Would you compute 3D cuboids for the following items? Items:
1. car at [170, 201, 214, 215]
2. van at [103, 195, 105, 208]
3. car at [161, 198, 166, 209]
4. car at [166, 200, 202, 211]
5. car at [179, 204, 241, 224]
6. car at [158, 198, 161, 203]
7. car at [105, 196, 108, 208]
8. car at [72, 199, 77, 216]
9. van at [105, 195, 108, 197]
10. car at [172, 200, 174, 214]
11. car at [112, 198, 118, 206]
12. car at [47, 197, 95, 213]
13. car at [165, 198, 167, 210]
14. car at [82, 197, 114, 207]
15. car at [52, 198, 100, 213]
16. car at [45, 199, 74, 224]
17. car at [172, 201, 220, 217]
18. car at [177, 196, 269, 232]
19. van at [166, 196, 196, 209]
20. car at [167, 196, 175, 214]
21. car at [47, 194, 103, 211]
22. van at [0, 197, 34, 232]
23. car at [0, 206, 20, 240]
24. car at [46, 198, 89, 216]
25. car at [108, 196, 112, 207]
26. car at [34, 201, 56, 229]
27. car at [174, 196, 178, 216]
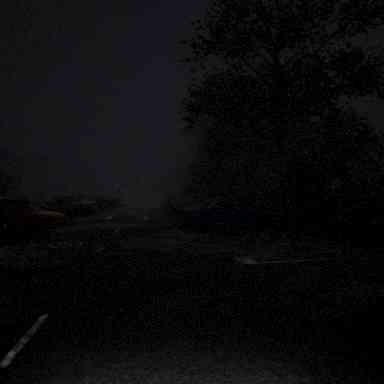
[{"bbox_3d":[-0.061,1.794,37.624,4.792,1.488,2.163,1,-1,-7],"label":"car"},{"bbox_3d":[-13.591,1.364,41.373,4.442,1.987,1.878,1,-1,-7],"label":"van"},{"bbox_3d":[-0.939,1.803,43.128,5.366,1.575,1.946,1,-1,-7],"label":"car"},{"bbox_3d":[-1.120,1.871,45.913,4.674,1.452,2.002,1,-1,-7],"label":"car"},{"bbox_3d":[1.397,1.728,26.706,4.674,1.452,2.002,1,0,-7],"label":"car"},{"bbox_3d":[-3.265,1.990,62.482,5.008,1.535,2.097,1,-1,-7],"label":"car"},{"bbox_3d":[-14.079,1.611,44.134,4.892,1.521,2.231,1,-1,-7],"label":"car"},{"bbox_3d":[-11.529,1.466,24.678,5.008,1.535,2.097,1,0,-7],"label":"car"},{"bbox_3d":[-14.548,1.405,46.903,4.442,1.987,1.878,1,-1,-7],"label":"van"},{"bbox_3d":[1.049,1.704,29.344,5.008,1.535,2.097,1,0,-7],"label":"car"},{"bbox_3d":[-15.128,1.430,52.480,5.566,2.045,2.435,1,-1,-7],"label":"car"},{"bbox_3d":[-12.621,1.522,33.013,4.892,1.521,2.231,1,-1,-7],"label":"car"},{"bbox_3d":[-0.399,1.786,40.389,5.008,1.535,2.097,1,-1,-7],"label":"car"},{"bbox_3d":[-15.515,1.708,55.256,4.892,1.521,2.231,1,-1,-7],"label":"car"},{"bbox_3d":[-13.351,1.565,38.576,5.008,1.535,2.097,1,-1,-7],"label":"car"},{"bbox_3d":[-10.976,1.451,21.927,5.366,1.575,1.946,1,0,-7],"label":"car"},{"bbox_3d":[0.359,1.773,34.870,4.792,1.488,2.163,1,-1,-7],"label":"car"},{"bbox_3d":[2.100,1.408,21.182,5.566,2.045,2.435,1,0,-7],"label":"car"},{"bbox_3d":[-1.719,1.651,51.456,4.442,1.987,1.878,1,-1,-7],"label":"van"},{"bbox_3d":[0.668,1.471,32.106,5.566,2.045,2.435,1,-1,-7],"label":"car"},{"bbox_3d":[-12.949,1.293,35.803,5.566,2.045,2.435,1,-1,-7],"label":"car"},{"bbox_3d":[-10.543,1.197,16.330,4.442,1.987,1.878,1,0,-7],"label":"van"},{"bbox_3d":[-10.096,1.441,13.560,4.792,1.488,2.163,1,0,-7],"label":"car"},{"bbox_3d":[-12.282,1.530,30.235,4.792,1.488,2.163,1,0,-7],"label":"car"},{"bbox_3d":[-14.829,1.529,49.693,4.553,1.767,2.185,1,-1,-7],"label":"car"},{"bbox_3d":[-10.767,1.468,19.127,4.792,1.488,2.163,1,0,-7],"label":"car"},{"bbox_3d":[1.754,1.421,23.822,5.566,2.045,2.435,1,0,-7],"label":"car"}]
